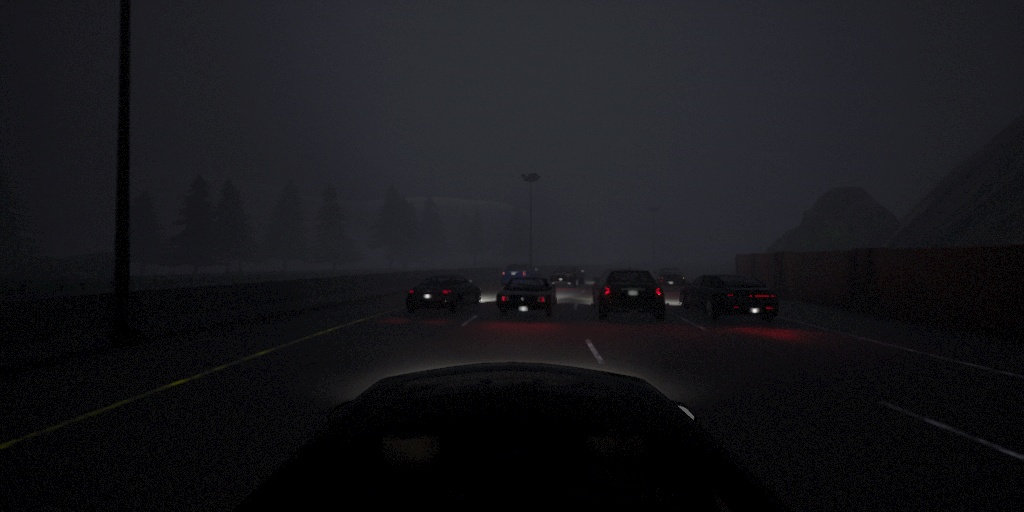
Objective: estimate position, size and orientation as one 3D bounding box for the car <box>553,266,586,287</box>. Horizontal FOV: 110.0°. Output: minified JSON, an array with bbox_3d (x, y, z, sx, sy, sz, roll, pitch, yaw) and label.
[{"bbox_3d":[4.288,1.481,27.149,1.882,1.535,5.008,0,0,21],"label":"car"}]

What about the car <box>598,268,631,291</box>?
[{"bbox_3d":[7.416,1.597,25.577,1.895,1.301,4.718,0,-1,21],"label":"car"}]

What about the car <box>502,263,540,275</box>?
[{"bbox_3d":[0.855,1.353,28.010,2.097,1.767,4.553,0,-1,21],"label":"car"}]

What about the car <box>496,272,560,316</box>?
[{"bbox_3d":[0.733,1.470,14.040,1.895,1.301,4.718,0,-1,9],"label":"car"}]

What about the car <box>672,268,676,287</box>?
[{"bbox_3d":[10.801,1.521,24.595,1.812,1.442,4.674,0,0,21],"label":"car"}]

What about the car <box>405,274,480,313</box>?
[{"bbox_3d":[-2.682,1.432,14.782,1.994,1.385,4.181,0,0,10],"label":"car"}]

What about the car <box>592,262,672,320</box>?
[{"bbox_3d":[4.191,1.223,13.476,2.097,1.767,4.553,0,-1,9],"label":"car"}]

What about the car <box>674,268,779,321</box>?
[{"bbox_3d":[7.689,1.386,13.140,1.837,1.490,4.892,0,0,10],"label":"car"}]
